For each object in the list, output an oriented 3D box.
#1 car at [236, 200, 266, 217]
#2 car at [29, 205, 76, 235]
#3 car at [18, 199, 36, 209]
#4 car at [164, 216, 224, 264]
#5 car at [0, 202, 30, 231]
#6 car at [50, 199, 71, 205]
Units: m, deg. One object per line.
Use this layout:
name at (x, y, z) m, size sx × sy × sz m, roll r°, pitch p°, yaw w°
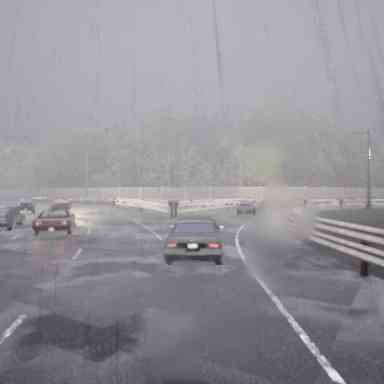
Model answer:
car at (5.799, 1.539, 32.199) m, size 2.128 × 1.511 × 4.902 m, roll 0°, pitch 0°, yaw 26°
car at (-7.745, 1.630, 19.091) m, size 1.895 × 1.301 × 4.718 m, roll 0°, pitch 0°, yaw -15°
car at (-18.540, 1.563, 37.027) m, size 1.837 × 1.490 × 4.892 m, roll 0°, pitch 0°, yaw -27°
car at (0.154, 1.565, 11.842) m, size 2.033 × 1.411 × 5.357 m, roll 0°, pitch 0°, yaw 3°
car at (-11.829, 1.580, 20.732) m, size 2.033 × 1.411 × 5.357 m, roll 0°, pitch 0°, yaw -17°
car at (-14.726, 1.535, 37.295) m, size 1.882 × 1.535 × 5.008 m, roll 0°, pitch 0°, yaw -27°
